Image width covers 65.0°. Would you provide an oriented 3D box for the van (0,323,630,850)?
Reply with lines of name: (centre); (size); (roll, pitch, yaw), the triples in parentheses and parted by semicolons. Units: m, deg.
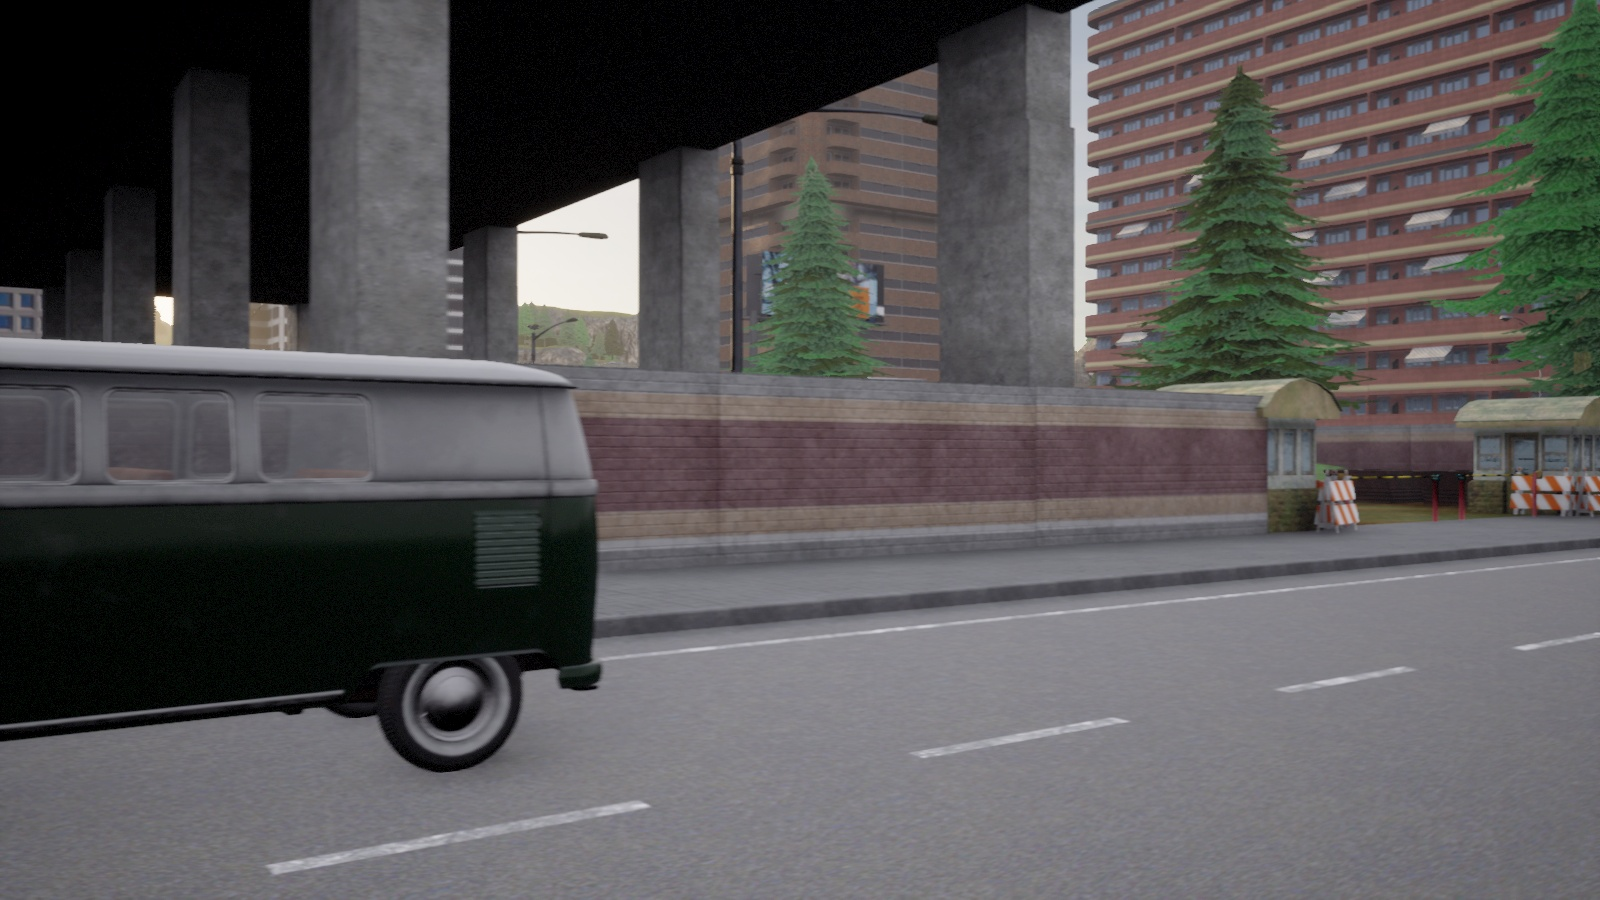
van: (-3.177, 0.518, 5.713); (4.442, 1.987, 1.775); (0, 0, -35)
